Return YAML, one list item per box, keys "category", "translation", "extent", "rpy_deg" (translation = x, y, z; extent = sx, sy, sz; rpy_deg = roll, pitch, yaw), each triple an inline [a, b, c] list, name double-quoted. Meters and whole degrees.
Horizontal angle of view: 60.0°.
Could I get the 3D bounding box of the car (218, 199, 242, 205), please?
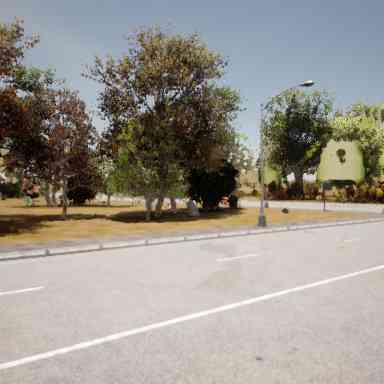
- category: "car"
  translation: [5.857, 1.157, 52.983]
  extent: [2.097, 1.767, 4.553]
  rpy_deg: [0, 0, -37]
